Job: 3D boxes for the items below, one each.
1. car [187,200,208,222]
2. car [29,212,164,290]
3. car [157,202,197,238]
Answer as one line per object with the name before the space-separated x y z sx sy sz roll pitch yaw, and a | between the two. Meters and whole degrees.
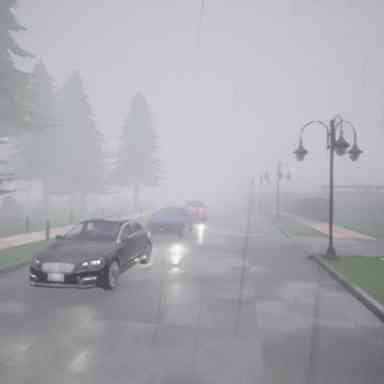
car | 0.221 1.522 28.348 2.097 1.767 4.553 1 0 8
car | -2.462 1.514 9.293 2.128 1.511 4.902 1 0 8
car | -1.116 1.573 18.722 1.882 1.535 5.008 1 0 8
